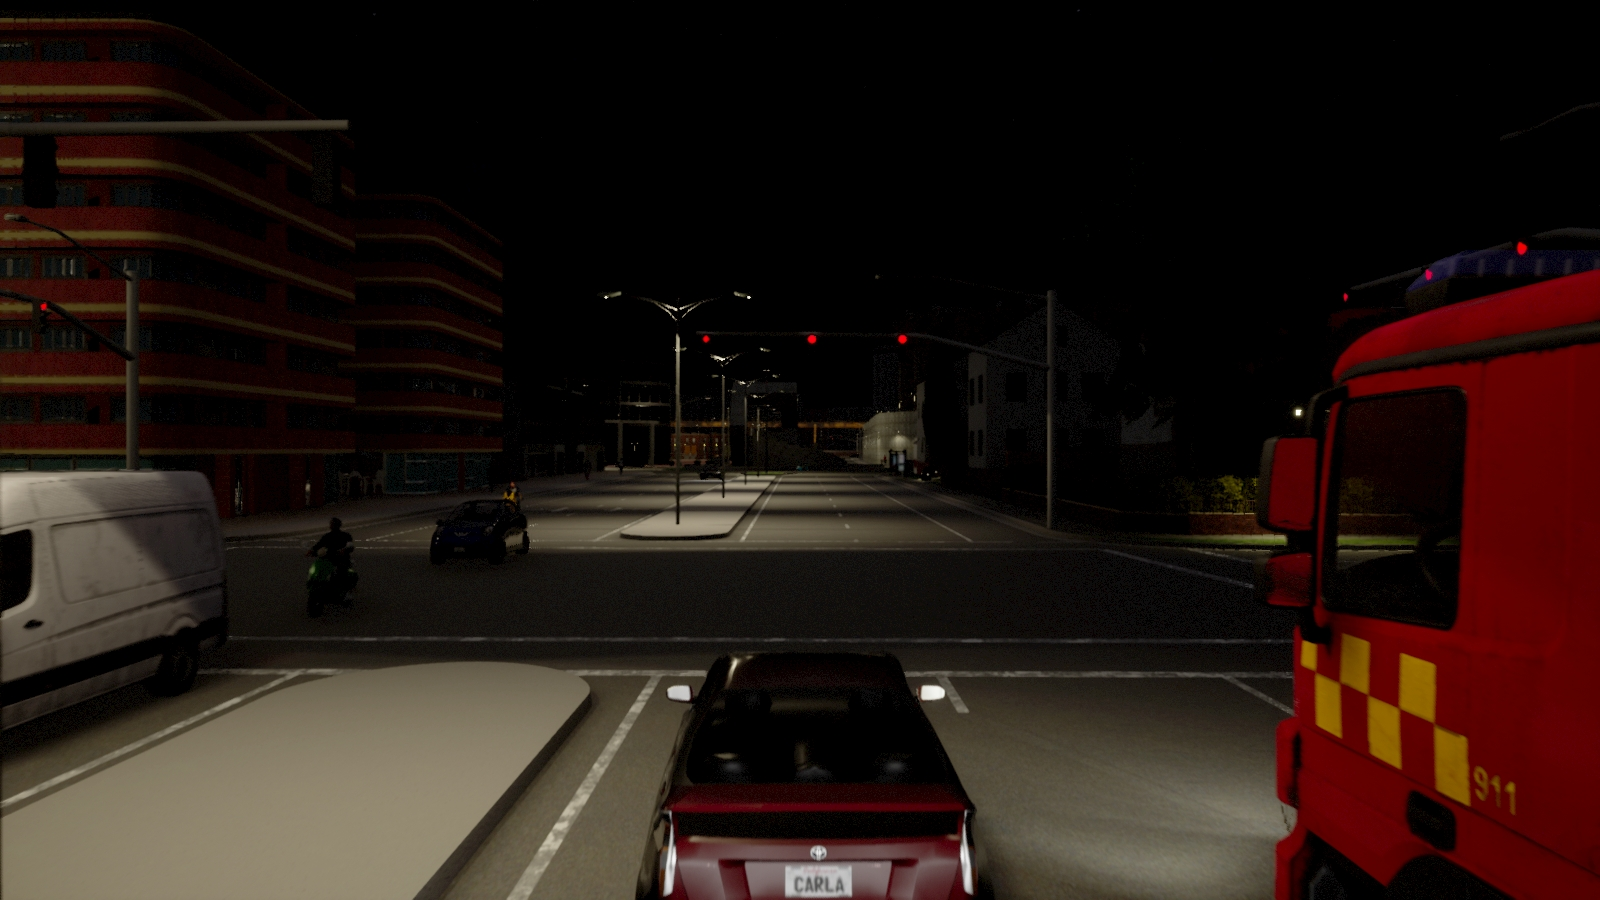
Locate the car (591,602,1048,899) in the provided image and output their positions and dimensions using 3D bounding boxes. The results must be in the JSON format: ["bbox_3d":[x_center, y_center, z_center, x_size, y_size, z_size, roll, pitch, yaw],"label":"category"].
[{"bbox_3d":[0.057,2.035,7.278,2.007,1.525,4.514,0,0,-1],"label":"car"}]

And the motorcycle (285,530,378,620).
[{"bbox_3d":[-8.004,2.111,19.605,0.856,1.341,1.805,0,0,0],"label":"motorcycle"}]

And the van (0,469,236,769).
[{"bbox_3d":[-8.017,1.520,11.284,1.988,2.561,5.915,0,0,0],"label":"van"}]

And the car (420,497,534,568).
[{"bbox_3d":[-8.021,2.014,28.727,1.845,1.501,3.633,0,0,0],"label":"car"}]
